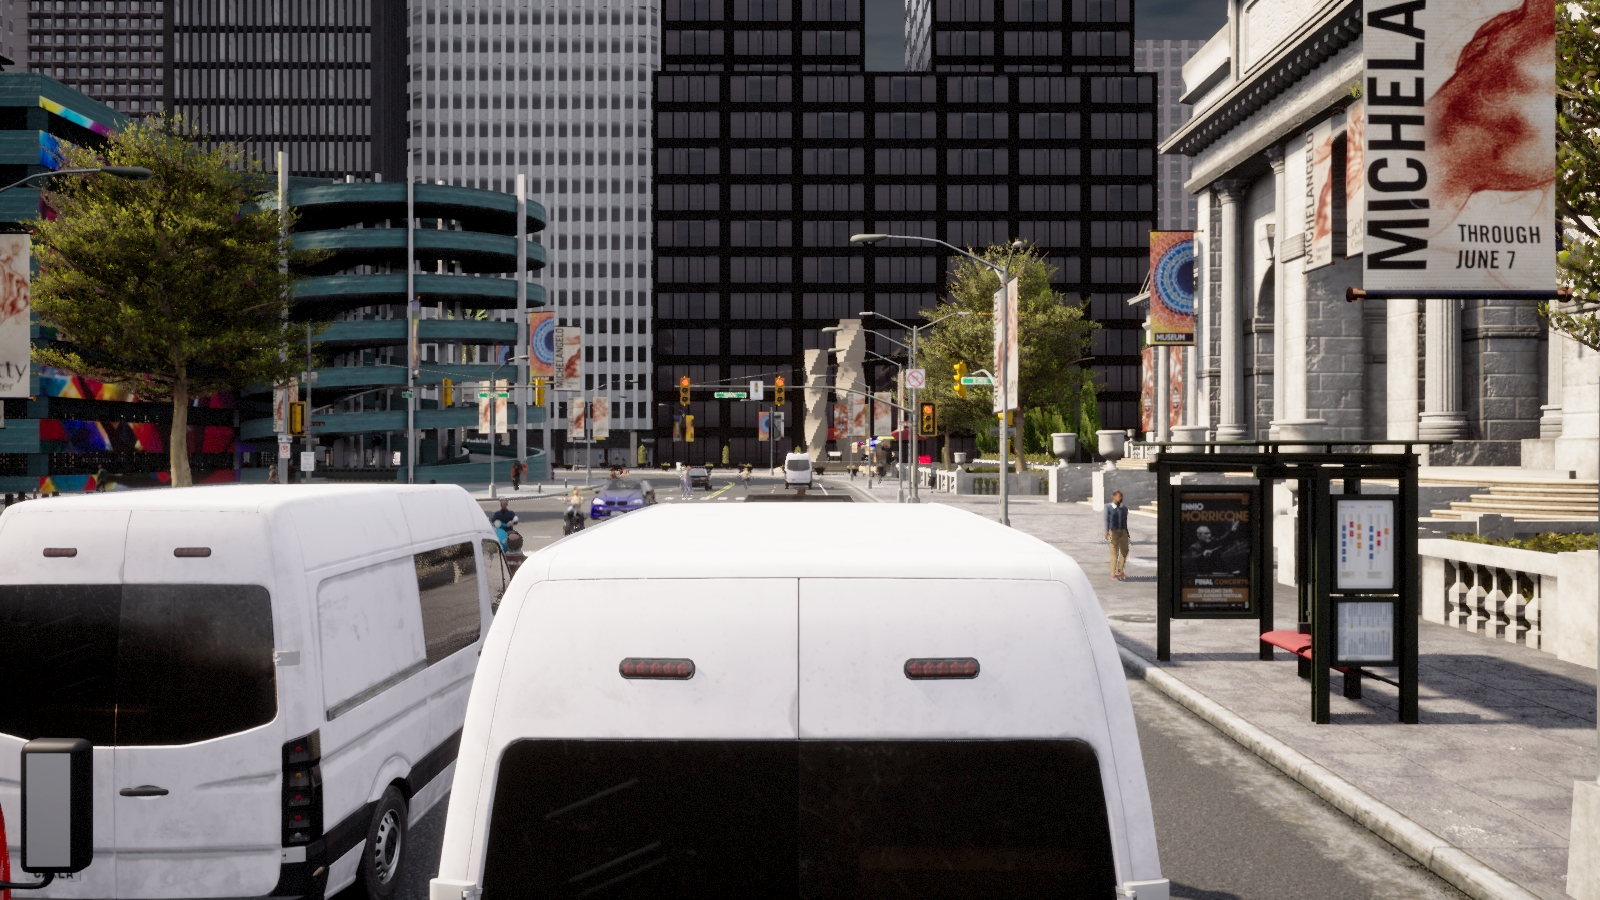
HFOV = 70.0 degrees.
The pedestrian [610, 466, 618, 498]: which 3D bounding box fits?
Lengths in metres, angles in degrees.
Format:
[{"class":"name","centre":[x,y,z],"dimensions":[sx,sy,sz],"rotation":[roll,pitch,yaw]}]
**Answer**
[{"class":"pedestrian","centre":[-10.684,1.824,65.596],"dimensions":[0.375,1.860,0.375],"rotation":[0,0,-16]}]

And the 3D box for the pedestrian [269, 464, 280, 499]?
[{"class":"pedestrian","centre":[-28.067,1.674,61.042],"dimensions":[0.375,1.860,0.375],"rotation":[0,0,5]}]

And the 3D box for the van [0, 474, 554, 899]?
[{"class":"van","centre":[-3.517,1.531,8.781],"dimensions":[1.988,2.561,5.915],"rotation":[0,0,0]}]

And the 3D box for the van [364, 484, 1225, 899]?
[{"class":"van","centre":[-0.014,1.532,5.596],"dimensions":[1.988,2.561,5.915],"rotation":[0,0,0]}]

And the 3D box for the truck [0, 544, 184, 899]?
[{"class":"truck","centre":[-3.506,1.567,1.456],"dimensions":[2.627,2.467,5.204],"rotation":[0,0,0]}]

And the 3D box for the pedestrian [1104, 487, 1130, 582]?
[{"class":"pedestrian","centre":[6.362,1.687,22.929],"dimensions":[0.375,1.860,0.375],"rotation":[0,0,-13]}]

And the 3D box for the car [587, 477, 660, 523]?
[{"class":"car","centre":[-7.047,1.951,46.079],"dimensions":[2.242,1.667,4.611],"rotation":[0,0,0]}]

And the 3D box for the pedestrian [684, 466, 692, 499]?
[{"class":"pedestrian","centre":[-6.359,1.824,64.708],"dimensions":[0.375,1.860,0.375],"rotation":[0,0,7]}]

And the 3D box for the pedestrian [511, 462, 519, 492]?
[{"class":"pedestrian","centre":[-17.802,1.670,71.384],"dimensions":[0.375,1.860,0.375],"rotation":[0,0,27]}]

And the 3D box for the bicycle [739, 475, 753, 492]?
[{"class":"bicycle","centre":[-3.603,2.228,76.290],"dimensions":[0.859,1.080,1.487],"rotation":[0,0,0]}]

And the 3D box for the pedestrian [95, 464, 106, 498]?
[{"class":"pedestrian","centre":[-38.178,1.673,62.356],"dimensions":[0.375,1.860,0.375],"rotation":[0,0,11]}]
